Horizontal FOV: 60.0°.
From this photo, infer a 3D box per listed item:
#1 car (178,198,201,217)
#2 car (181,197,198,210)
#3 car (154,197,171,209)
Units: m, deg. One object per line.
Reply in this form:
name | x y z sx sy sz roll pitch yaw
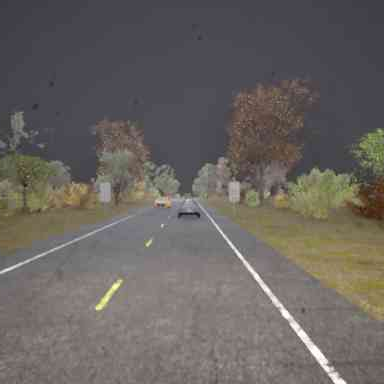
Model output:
car | -0.247 1.487 29.922 1.994 1.385 4.181 0 0 0
car | -0.332 1.456 43.023 2.033 1.411 5.357 0 0 0
car | -3.891 1.410 44.100 1.882 1.535 5.008 0 0 0
